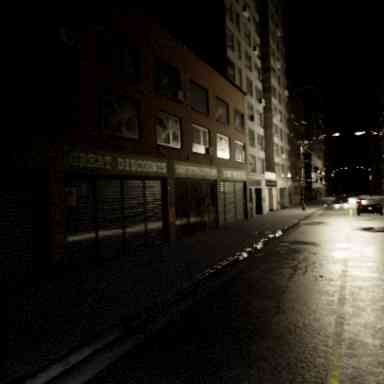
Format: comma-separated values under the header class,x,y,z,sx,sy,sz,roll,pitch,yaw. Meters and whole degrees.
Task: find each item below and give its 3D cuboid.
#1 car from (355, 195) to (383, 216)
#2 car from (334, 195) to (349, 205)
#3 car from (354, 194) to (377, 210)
class,x,y,z,sx,sy,sz,roll,pitch,yaw
car,14.995,1.248,28.199,1.994,1.385,4.181,-2,-1,26
car,22.604,1.180,50.355,1.994,1.385,4.181,-2,-1,26
car,19.618,1.096,37.847,2.128,1.511,4.902,-2,-1,26
